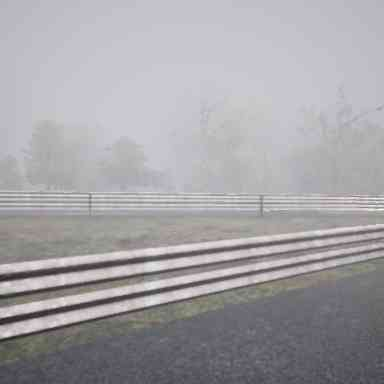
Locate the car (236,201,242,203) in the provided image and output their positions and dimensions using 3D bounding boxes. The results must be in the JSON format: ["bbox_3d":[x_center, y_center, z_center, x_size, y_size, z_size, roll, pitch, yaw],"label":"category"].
[{"bbox_3d":[6.773,0.878,33.768,4.674,1.442,1.812,1,0,-12],"label":"car"}]

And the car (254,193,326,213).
[{"bbox_3d":[8.124,0.921,26.899,5.357,1.411,2.033,1,0,-12],"label":"car"}]

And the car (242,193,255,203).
[{"bbox_3d":[7.465,0.842,30.336,5.008,1.535,1.882,1,0,-12],"label":"car"}]
